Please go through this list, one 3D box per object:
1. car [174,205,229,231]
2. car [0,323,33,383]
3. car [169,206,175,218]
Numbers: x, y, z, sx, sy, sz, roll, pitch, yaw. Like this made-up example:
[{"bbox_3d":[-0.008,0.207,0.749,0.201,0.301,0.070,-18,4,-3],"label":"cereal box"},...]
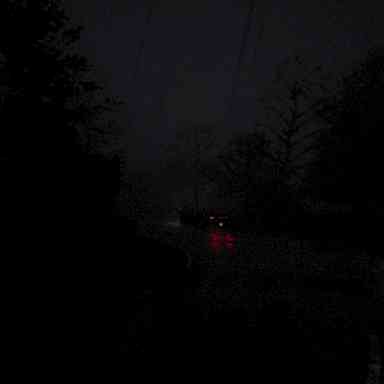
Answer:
[{"bbox_3d":[0.844,1.957,24.217,2.128,1.511,4.902,2,-1,-27],"label":"car"},{"bbox_3d":[-3.307,1.505,1.296,4.892,1.490,1.837,1,1,-34],"label":"car"},{"bbox_3d":[-0.969,2.213,39.062,1.882,1.535,5.008,0,-2,23],"label":"car"}]
